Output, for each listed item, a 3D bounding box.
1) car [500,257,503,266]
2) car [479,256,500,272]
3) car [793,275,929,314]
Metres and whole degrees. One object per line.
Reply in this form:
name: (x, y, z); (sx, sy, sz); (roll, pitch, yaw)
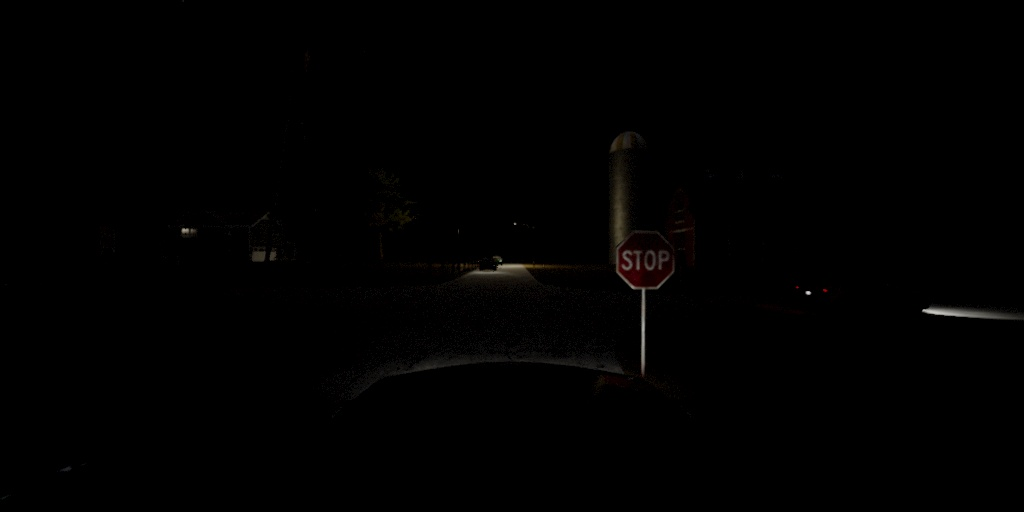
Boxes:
car: (-2.702, 0.859, 63.656); (2.097, 1.767, 4.553); (0, 0, 0)
car: (-2.792, 1.002, 42.644); (1.882, 1.535, 5.008); (0, 0, 0)
car: (13.938, 1.487, 14.460); (4.181, 1.385, 1.994); (1, 0, 0)
